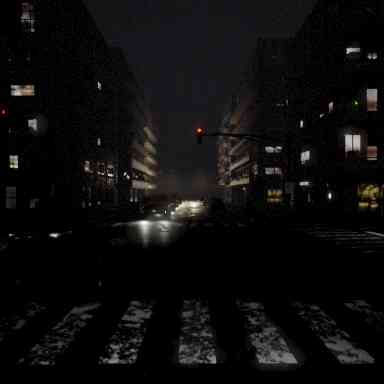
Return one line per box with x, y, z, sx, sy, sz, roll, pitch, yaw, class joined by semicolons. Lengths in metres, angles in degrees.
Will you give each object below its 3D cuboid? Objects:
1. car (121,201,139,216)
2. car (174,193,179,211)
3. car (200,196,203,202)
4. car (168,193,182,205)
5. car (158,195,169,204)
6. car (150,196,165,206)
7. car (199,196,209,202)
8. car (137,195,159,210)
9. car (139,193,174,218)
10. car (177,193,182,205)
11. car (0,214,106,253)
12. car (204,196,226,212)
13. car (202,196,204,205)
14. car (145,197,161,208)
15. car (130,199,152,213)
-5.665;1.573;32.232;1.947;1.339;4.313;0;0;0;car
-3.065;1.362;40.117;2.097;1.767;4.553;0;0;0;car
2.734;1.600;54.957;1.802;1.307;4.206;0;0;0;car
-2.994;1.243;60.575;2.150;2.045;5.566;0;0;0;car
-5.638;1.466;66.327;1.967;1.590;4.097;0;0;0;car
-5.647;1.458;54.962;1.967;1.590;4.097;0;0;0;car
2.751;1.586;77.687;2.008;1.369;4.403;0;0;0;car
-5.656;1.326;43.597;2.192;1.841;5.009;0;0;0;car
-3.094;1.228;30.205;2.150;2.045;5.566;0;0;1;car
-3.049;1.367;50.016;2.097;1.767;4.553;0;0;0;car
-6.472;1.641;14.133;5.357;1.411;2.033;-1;0;-23;car
2.720;1.449;37.910;1.967;1.590;4.097;0;0;0;car
2.724;1.452;43.592;1.967;1.590;4.097;0;0;0;car
-5.652;1.540;49.109;1.752;1.417;4.829;0;0;0;car
-5.660;1.534;37.745;1.752;1.417;4.829;0;0;0;car
